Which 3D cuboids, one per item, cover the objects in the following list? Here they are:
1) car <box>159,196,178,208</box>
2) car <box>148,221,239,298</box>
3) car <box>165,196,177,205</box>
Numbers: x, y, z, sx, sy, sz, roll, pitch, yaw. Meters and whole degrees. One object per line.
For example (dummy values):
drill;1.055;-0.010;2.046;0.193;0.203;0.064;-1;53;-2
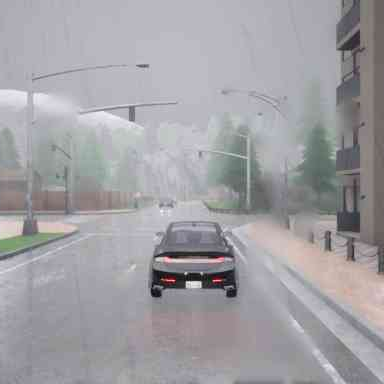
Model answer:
car;-3.609;1.491;47.846;2.128;1.511;4.902;0;0;0
car;0.052;1.491;8.534;2.128;1.511;4.902;0;0;0
car;-3.598;1.525;58.409;1.812;1.442;4.674;0;0;0
